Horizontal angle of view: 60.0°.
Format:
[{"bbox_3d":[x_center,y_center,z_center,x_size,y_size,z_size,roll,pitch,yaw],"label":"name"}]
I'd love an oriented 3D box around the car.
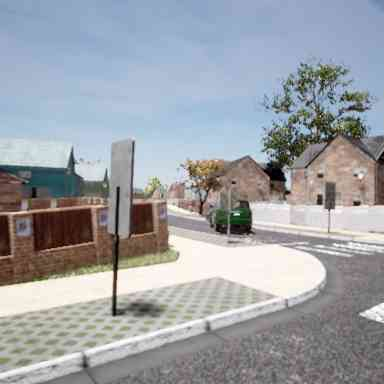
[{"bbox_3d":[2.412,1.487,21.580,2.150,2.045,5.566,4,-2,-3],"label":"car"}]
